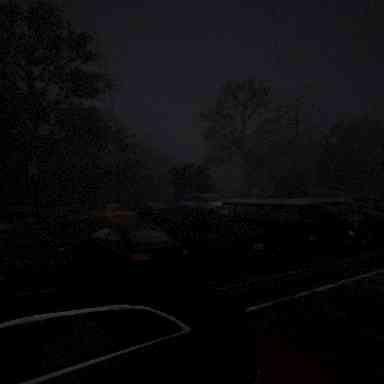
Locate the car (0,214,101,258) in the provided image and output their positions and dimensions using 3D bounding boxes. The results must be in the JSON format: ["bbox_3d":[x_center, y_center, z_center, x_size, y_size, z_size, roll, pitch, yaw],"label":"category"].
[{"bbox_3d":[-4.100,1.511,7.647,2.231,1.521,4.892,0,0,-36],"label":"car"}]

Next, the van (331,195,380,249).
[{"bbox_3d":[5.095,1.246,14.067,1.878,1.987,4.442,0,0,-36],"label":"van"}]

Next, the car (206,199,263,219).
[{"bbox_3d":[3.604,1.423,29.226,2.097,1.535,5.008,0,0,-36],"label":"car"}]

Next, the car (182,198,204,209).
[{"bbox_3d":[-0.905,1.462,25.990,2.231,1.521,4.892,0,0,-36],"label":"car"}]

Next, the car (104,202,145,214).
[{"bbox_3d":[-5.536,1.487,22.916,1.946,1.575,5.366,0,0,-36],"label":"car"}]

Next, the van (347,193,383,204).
[{"bbox_3d":[9.524,1.210,17.518,1.878,1.987,4.442,0,0,-36],"label":"van"}]

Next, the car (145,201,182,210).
[{"bbox_3d":[-3.166,1.476,24.376,2.097,1.535,5.008,0,0,-36],"label":"car"}]

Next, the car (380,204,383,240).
[{"bbox_3d":[7.316,1.454,15.790,2.097,1.535,5.008,0,0,-36],"label":"car"}]

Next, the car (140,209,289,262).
[{"bbox_3d":[0.452,1.529,10.928,2.163,1.488,4.792,0,0,-36],"label":"car"}]

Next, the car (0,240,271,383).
[{"bbox_3d":[-1.629,1.492,2.523,4.902,1.511,2.128,0,0,-35],"label":"car"}]

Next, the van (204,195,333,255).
[{"bbox_3d":[2.680,1.260,12.628,1.878,1.987,4.442,0,0,-36],"label":"van"}]

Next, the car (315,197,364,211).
[{"bbox_3d":[17.174,1.341,38.881,2.163,1.488,4.792,0,0,-36],"label":"car"}]

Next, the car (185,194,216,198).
[{"bbox_3d":[1.364,1.191,27.584,2.435,2.045,5.566,0,0,-36],"label":"car"}]

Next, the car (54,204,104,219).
[{"bbox_3d":[-7.666,1.533,21.130,2.163,1.488,4.792,0,0,-36],"label":"car"}]

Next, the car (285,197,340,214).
[{"bbox_3d":[12.748,1.346,35.526,1.946,1.575,5.366,0,0,-36],"label":"car"}]

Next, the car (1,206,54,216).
[{"bbox_3d":[-9.965,1.538,19.559,2.163,1.488,4.792,0,0,-36],"label":"car"}]

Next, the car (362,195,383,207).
[{"bbox_3d":[26.193,1.238,45.355,2.097,1.535,5.008,0,0,-36],"label":"car"}]

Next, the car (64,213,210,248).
[{"bbox_3d":[-1.814,1.547,9.269,2.002,1.452,4.674,0,0,-36],"label":"car"}]
